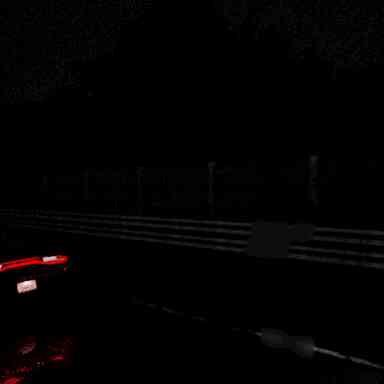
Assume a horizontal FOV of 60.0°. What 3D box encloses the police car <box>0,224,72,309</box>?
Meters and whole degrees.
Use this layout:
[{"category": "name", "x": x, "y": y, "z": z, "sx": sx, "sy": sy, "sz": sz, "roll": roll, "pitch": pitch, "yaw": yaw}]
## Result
[{"category": "police car", "x": -4.909, "y": 1.505, "z": 7.327, "sx": 4.974, "sy": 1.542, "sz": 2.038, "roll": 0, "pitch": 0, "yaw": 35}]
